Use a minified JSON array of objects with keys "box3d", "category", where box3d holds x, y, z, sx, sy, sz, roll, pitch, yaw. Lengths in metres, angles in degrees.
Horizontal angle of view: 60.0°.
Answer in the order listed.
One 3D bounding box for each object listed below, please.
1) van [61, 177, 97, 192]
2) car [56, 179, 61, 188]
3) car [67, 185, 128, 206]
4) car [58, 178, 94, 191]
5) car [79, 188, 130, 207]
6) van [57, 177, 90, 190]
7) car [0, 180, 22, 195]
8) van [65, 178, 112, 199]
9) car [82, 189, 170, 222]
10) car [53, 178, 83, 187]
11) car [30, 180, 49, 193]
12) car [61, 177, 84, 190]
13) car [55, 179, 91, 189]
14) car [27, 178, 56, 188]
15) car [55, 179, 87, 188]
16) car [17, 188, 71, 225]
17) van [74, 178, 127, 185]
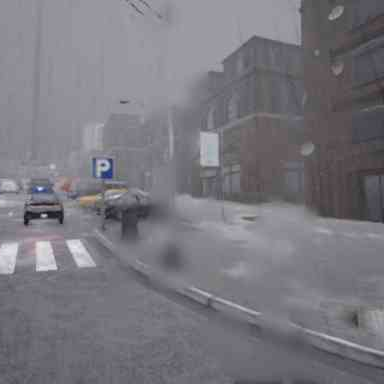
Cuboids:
[{"box3d":[-16.012,-1.041,47.171,4.442,1.987,1.878,0,3,-44],"category":"van"},{"box3d":[-13.536,-0.740,41.579,5.566,2.045,2.435,0,3,-44],"category":"car"},{"box3d":[-6.084,0.486,24.849,5.366,1.575,1.946,0,4,-44],"category":"car"},{"box3d":[-17.388,-1.103,49.835,4.553,1.767,2.185,0,3,-44],"category":"car"},{"box3d":[-4.684,0.691,22.218,4.674,1.452,2.002,0,4,-44],"category":"car"},{"box3d":[-18.707,-1.365,52.529,4.442,1.987,1.878,0,4,-44],"category":"van"},{"box3d":[-21.173,-0.482,38.593,1.812,1.442,4.674,0,3,-25],"category":"car"},{"box3d":[-11.098,-0.388,35.943,4.442,1.987,1.878,0,4,-44],"category":"van"},{"box3d":[-3.426,0.815,19.451,4.892,1.521,2.231,0,3,-44],"category":"car"},{"box3d":[-23.739,-1.788,63.682,4.892,1.521,2.231,0,3,-45],"category":"car"},{"box3d":[-20.138,-0.752,43.987,2.128,1.511,4.902,0,3,-24],"category":"car"},{"box3d":[-8.496,-0.088,30.474,5.566,2.045,2.435,0,4,-44],"category":"car"},{"box3d":[-19.774,-1.307,55.524,5.366,1.575,1.946,0,3,-44],"category":"car"},{"box3d":[-14.373,-0.291,31.579,2.150,2.045,5.566,0,3,-24],"category":"car"},{"box3d":[-21.156,-1.437,58.183,4.792,1.488,2.163,0,3,-45],"category":"car"},{"box3d":[-8.038,0.786,17.952,2.128,1.511,4.902,0,3,-25],"category":"car"},{"box3d":[-7.132,0.099,27.819,4.442,1.987,1.878,0,3,-45],"category":"van"}]
